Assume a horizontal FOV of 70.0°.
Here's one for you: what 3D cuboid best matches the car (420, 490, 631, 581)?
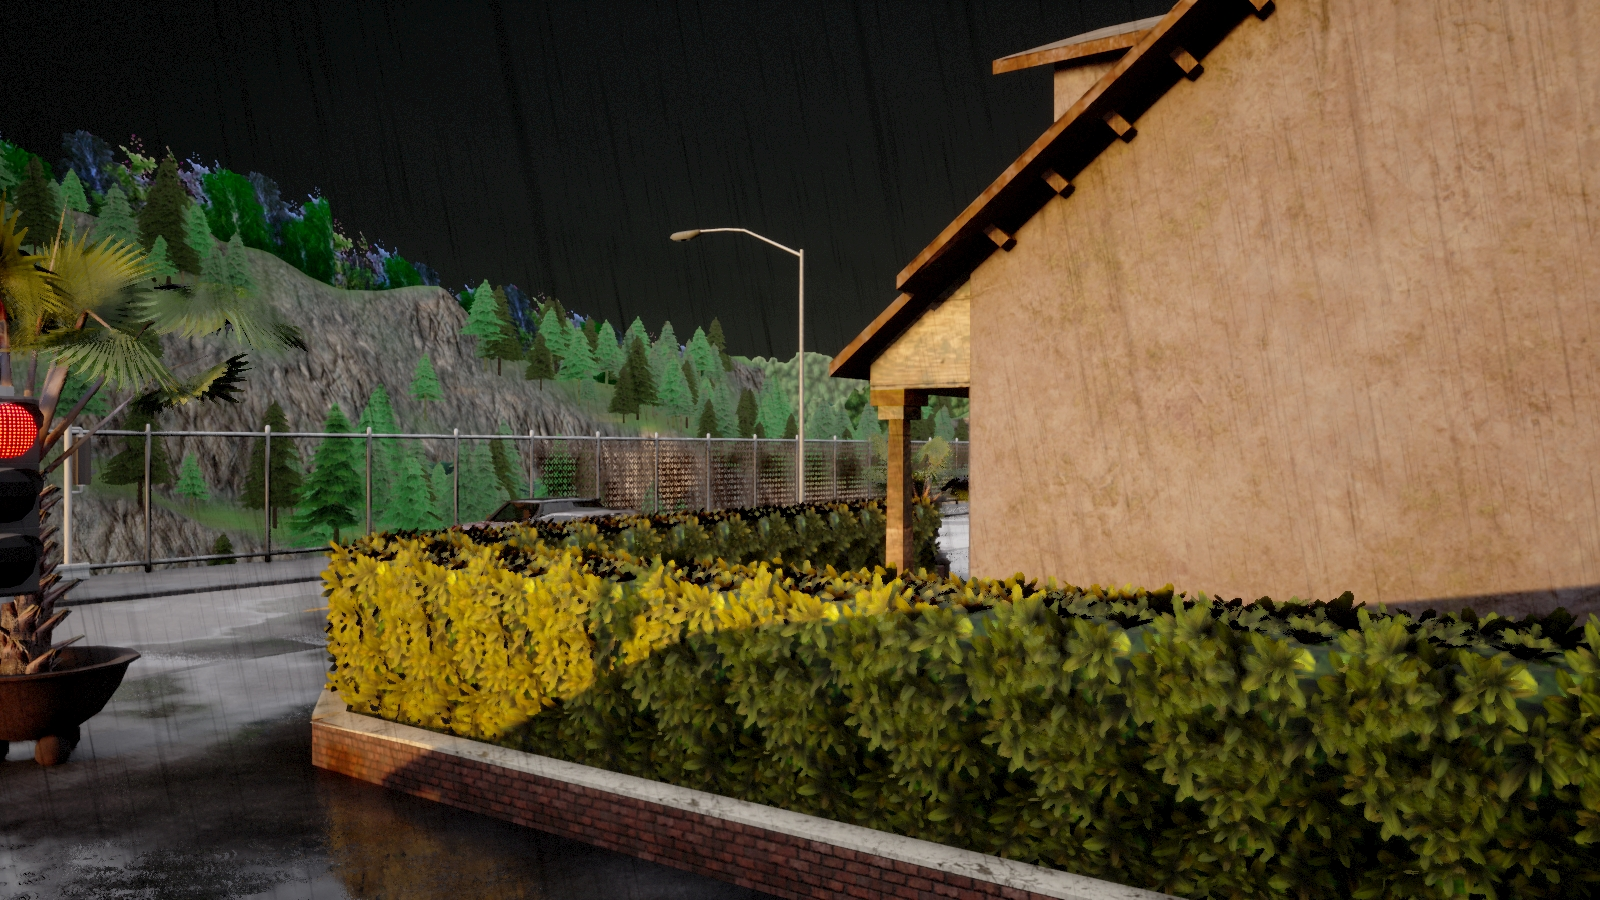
[{"bbox_3d":[-6.312,1.906,26.765,2.097,1.767,4.553,0,0,35],"label":"car"}]
